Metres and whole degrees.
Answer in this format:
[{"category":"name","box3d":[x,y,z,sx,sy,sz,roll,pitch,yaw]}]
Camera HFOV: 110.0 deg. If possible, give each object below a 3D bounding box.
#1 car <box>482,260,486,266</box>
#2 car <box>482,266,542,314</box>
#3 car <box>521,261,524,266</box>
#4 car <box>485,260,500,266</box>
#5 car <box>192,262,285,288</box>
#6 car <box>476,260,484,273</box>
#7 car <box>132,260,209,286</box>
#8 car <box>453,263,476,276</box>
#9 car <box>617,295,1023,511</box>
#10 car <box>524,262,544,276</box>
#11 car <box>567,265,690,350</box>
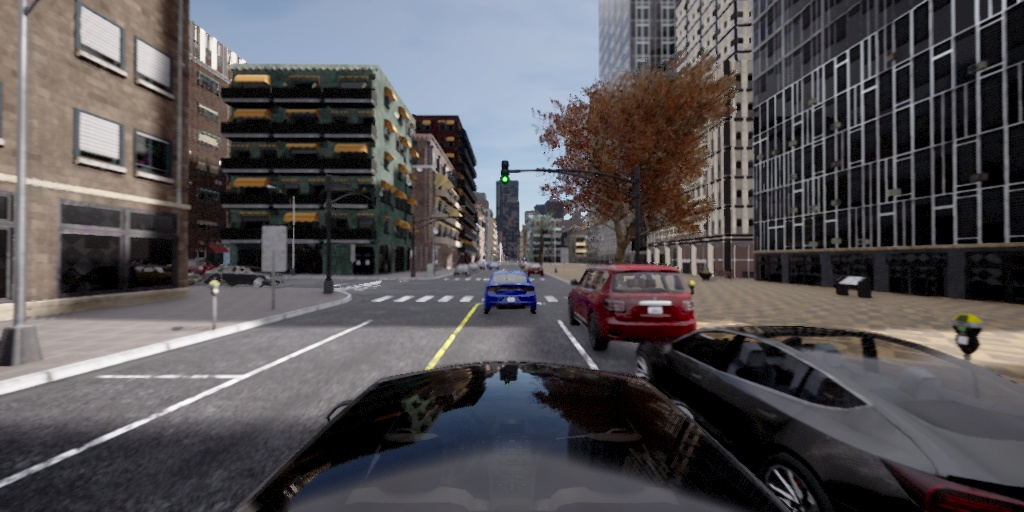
[{"category":"car","box3d":[-5.702,1.690,63.628,1.967,1.591,4.097,0,0,0]},{"category":"car","box3d":[-0.146,1.324,14.465,1.882,1.535,5.008,0,0,-3]},{"category":"car","box3d":[2.681,1.679,52.735,1.751,1.417,4.829,0,0,0]},{"category":"car","box3d":[-3.056,1.760,61.775,1.812,1.442,4.674,0,0,1]},{"category":"car","box3d":[-16.439,1.245,22.082,4.403,1.370,2.007,0,0,-1]},{"category":"car","box3d":[-5.700,1.705,52.564,2.007,1.370,4.403,0,0,0]},{"category":"car","box3d":[-21.836,1.142,22.027,4.829,1.417,1.751,0,0,-1]},{"category":"car","box3d":[-5.697,1.611,41.498,2.007,1.370,4.403,0,0,0]},{"category":"car","box3d":[2.691,1.330,3.590,1.948,1.339,4.313,0,0,0]},{"category":"car","box3d":[2.683,1.606,41.500,1.888,1.381,4.507,0,0,0]},{"category":"car","box3d":[2.690,1.120,9.113,2.192,1.841,5.009,0,0,0]}]
